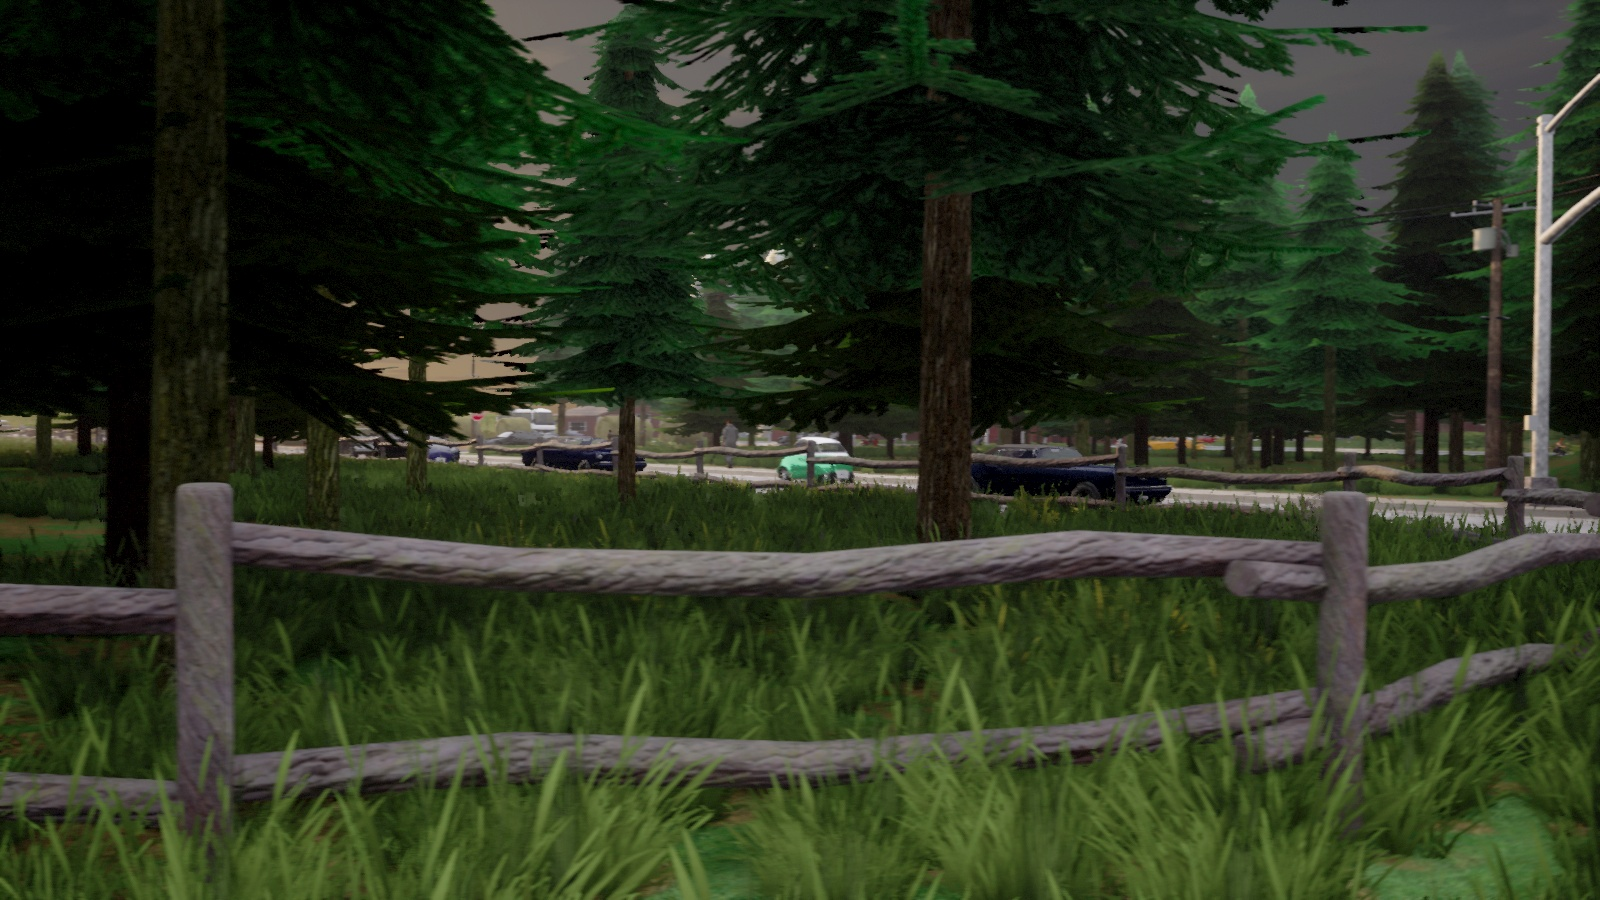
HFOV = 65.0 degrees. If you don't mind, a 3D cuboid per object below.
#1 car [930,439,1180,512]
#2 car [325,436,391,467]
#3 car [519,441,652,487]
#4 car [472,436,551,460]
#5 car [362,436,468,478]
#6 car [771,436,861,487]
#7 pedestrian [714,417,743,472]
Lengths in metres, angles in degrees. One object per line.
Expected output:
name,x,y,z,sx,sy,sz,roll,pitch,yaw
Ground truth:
car,4.989,0.451,25.129,1.895,1.301,4.718,-1,1,-41
car,-22.083,0.072,62.706,1.970,1.475,3.806,-1,1,-39
car,-6.711,0.386,38.845,1.895,1.301,4.718,-1,1,-40
car,-18.763,-0.146,81.702,4.674,1.442,1.812,-1,1,-42
car,-14.882,0.234,48.379,2.163,1.488,4.792,-1,1,-40
car,0.440,0.302,35.851,1.481,1.376,2.207,-1,1,-40
pedestrian,-2.595,-0.196,45.476,0.659,1.952,0.873,-1,1,-38
